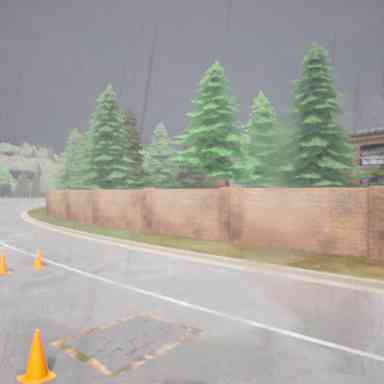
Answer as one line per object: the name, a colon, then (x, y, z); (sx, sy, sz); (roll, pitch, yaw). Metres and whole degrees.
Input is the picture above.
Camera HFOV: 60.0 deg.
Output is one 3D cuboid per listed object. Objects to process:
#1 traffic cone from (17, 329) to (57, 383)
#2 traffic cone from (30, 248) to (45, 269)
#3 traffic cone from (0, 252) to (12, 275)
traffic cone: (-1.898, 1.982, 4.078); (0.340, 0.580, 0.340); (0, -1, 39)
traffic cone: (-4.702, 2.015, 10.172); (0.340, 0.580, 0.340); (0, -1, 39)
traffic cone: (-5.328, 2.004, 9.392); (0.340, 0.580, 0.340); (0, -1, 39)
